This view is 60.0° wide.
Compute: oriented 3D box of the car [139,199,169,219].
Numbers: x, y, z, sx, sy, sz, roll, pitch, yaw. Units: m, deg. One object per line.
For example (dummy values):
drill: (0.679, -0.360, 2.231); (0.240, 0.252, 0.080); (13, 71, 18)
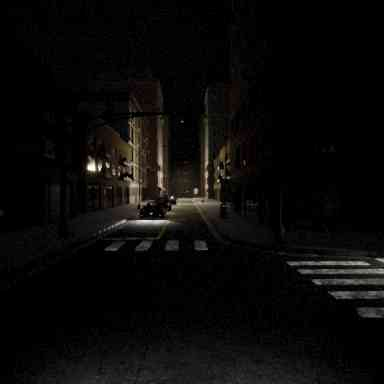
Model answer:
car: (-3.299, 1.557, 28.561); (1.994, 1.385, 4.181); (0, 0, -1)

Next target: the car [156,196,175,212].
car: (-3.443, 1.340, 38.519); (2.097, 1.767, 4.553); (0, 0, -1)
